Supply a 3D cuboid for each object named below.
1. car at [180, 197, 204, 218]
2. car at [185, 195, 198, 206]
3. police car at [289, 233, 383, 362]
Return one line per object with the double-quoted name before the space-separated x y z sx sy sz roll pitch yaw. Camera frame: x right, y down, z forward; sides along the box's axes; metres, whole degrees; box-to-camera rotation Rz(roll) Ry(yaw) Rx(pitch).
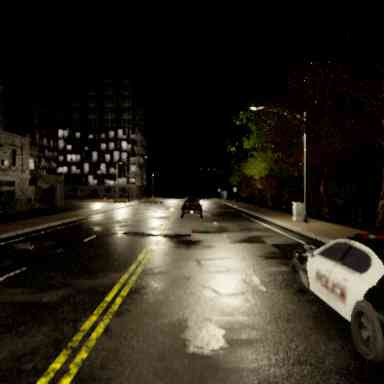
"car" -0.016 1.421 29.719 1.837 1.490 4.892 0 -1 0
"car" -0.019 1.310 51.686 1.882 1.535 5.008 0 0 0
"police car" 3.247 1.492 5.966 2.038 1.542 4.974 0 0 0
